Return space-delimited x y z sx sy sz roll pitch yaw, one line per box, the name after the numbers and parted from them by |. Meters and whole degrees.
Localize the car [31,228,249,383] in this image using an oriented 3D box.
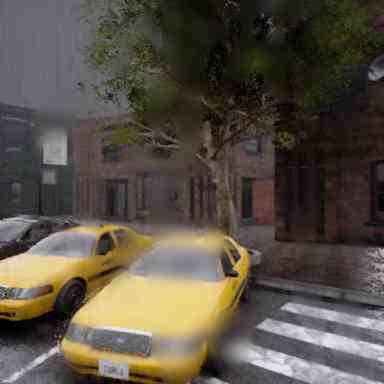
-0.060 1.477 5.920 1.946 1.575 5.366 1 -1 16 | car

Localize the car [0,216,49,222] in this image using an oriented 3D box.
-4.888 1.477 9.597 2.231 1.521 4.892 1 -1 16 | car

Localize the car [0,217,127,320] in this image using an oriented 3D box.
-2.502 1.474 7.665 1.946 1.575 5.366 1 -1 16 | car
